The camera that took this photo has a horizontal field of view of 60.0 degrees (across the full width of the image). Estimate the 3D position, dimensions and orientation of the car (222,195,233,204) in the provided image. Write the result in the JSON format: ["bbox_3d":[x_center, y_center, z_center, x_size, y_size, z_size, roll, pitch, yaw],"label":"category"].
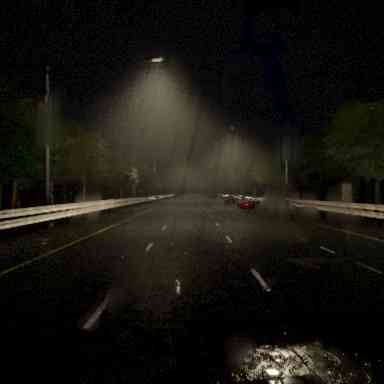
[{"bbox_3d":[7.007,1.540,62.132,1.812,1.442,4.674,0,0,0],"label":"car"}]

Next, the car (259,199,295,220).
[{"bbox_3d":[7.003,1.353,27.941,2.097,1.767,4.553,0,0,0],"label":"car"}]

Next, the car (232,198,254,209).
[{"bbox_3d":[7.002,1.569,44.391,1.994,1.385,4.181,0,0,0],"label":"car"}]
